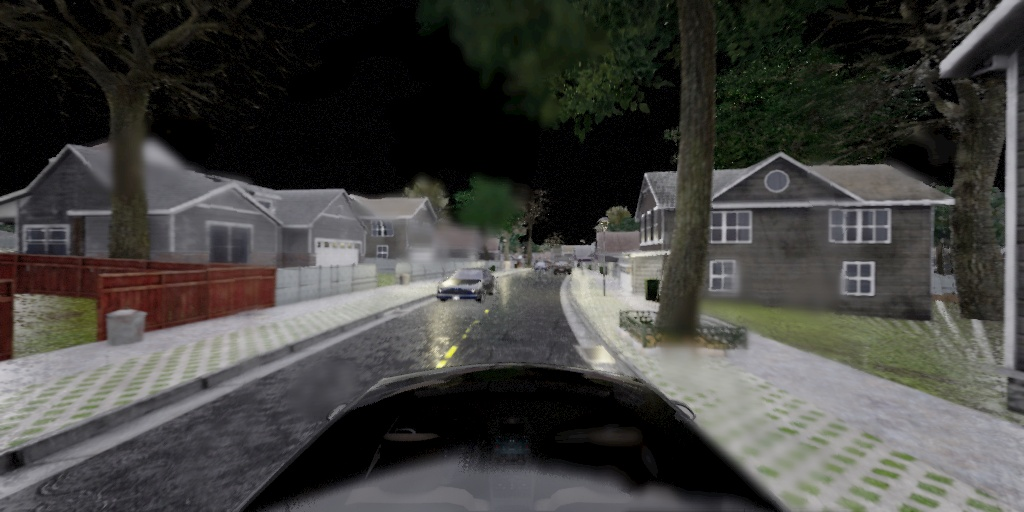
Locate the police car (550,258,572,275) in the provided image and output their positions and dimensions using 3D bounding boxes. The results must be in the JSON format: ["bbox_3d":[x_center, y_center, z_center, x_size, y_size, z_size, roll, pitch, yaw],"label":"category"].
[{"bbox_3d":[6.001,1.377,42.627,1.930,1.638,5.238,0,-1,10],"label":"police car"}]

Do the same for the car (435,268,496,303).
[{"bbox_3d":[-1.928,1.272,16.784,2.033,1.411,5.357,0,0,6],"label":"car"}]

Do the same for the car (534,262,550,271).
[{"bbox_3d":[4.604,1.665,57.267,1.812,1.442,4.674,0,-1,9],"label":"car"}]
